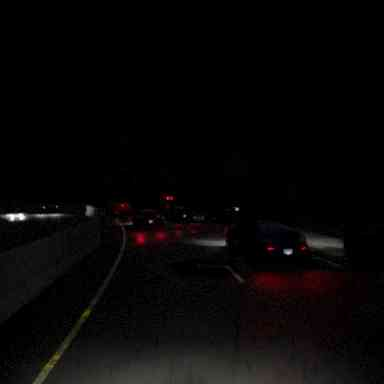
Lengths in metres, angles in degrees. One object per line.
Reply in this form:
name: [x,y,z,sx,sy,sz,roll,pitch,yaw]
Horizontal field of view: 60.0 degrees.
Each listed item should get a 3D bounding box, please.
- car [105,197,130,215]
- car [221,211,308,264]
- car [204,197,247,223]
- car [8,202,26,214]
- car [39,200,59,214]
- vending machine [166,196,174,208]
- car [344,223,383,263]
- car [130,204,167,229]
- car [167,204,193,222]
car: [-8.888,1.672,39.777,2.150,2.045,5.566,0,-1,-25]
car: [2.580,1.630,12.234,1.812,1.442,4.674,0,-1,-7]
car: [2.757,1.486,28.472,2.150,2.045,5.566,0,-1,-16]
car: [-23.978,2.118,45.473,2.128,1.511,4.902,0,-1,-32]
car: [-18.497,1.903,42.949,2.097,1.767,4.553,0,-1,-29]
vending machine: [-4.107,1.857,61.895,1.100,2.100,0.880,1,-1,-34]
car: [6.386,1.559,9.751,2.128,1.511,4.902,0,-1,-5]
car: [-3.188,1.769,23.646,1.812,1.442,4.674,0,-1,-13]
car: [-1.266,1.822,29.640,1.812,1.442,4.674,0,-1,-17]
